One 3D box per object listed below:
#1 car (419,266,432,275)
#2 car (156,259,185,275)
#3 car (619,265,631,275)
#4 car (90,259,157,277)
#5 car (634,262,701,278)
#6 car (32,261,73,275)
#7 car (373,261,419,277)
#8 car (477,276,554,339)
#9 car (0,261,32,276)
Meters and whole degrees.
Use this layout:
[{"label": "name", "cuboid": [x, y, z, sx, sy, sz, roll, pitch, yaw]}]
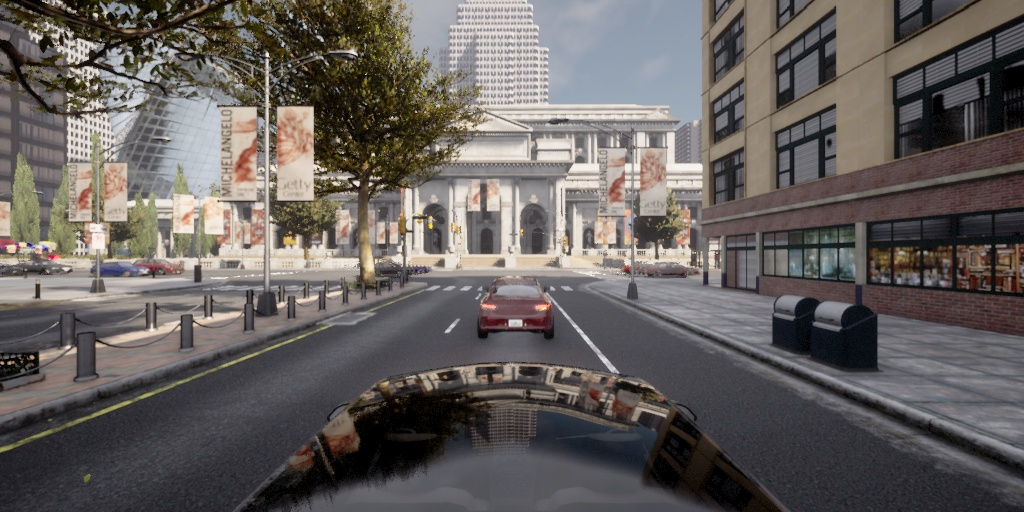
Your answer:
[{"label": "car", "cuboid": [-10.813, 1.340, 37.419, 4.718, 1.301, 1.895, 0, 0, 1]}, {"label": "car", "cuboid": [-37.295, 1.091, 37.701, 4.553, 1.767, 2.097, 0, 0, 0]}, {"label": "car", "cuboid": [13.682, 1.340, 37.142, 4.718, 1.301, 1.895, 0, 0, 1]}, {"label": "car", "cuboid": [-37.329, 1.266, 34.206, 4.674, 1.442, 1.812, 0, 0, 0]}, {"label": "car", "cuboid": [14.624, 1.287, 33.630, 5.357, 1.411, 2.033, 0, 0, 1]}, {"label": "car", "cuboid": [-49.354, 1.230, 37.734, 4.902, 1.511, 2.128, 0, 0, -1]}, {"label": "car", "cuboid": [-11.711, 1.245, 33.930, 4.892, 1.490, 1.837, 0, 0, 1]}, {"label": "car", "cuboid": [0.115, 1.273, 9.996, 1.812, 1.442, 4.674, 0, 0, 1]}, {"label": "car", "cuboid": [-49.506, 1.302, 34.220, 4.181, 1.385, 1.994, 0, 0, -1]}]
